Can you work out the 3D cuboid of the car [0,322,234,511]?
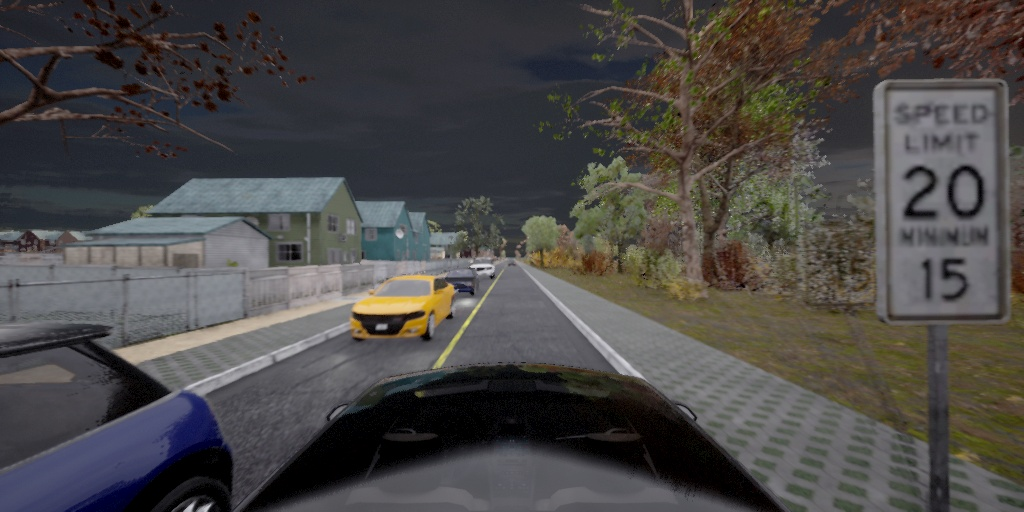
[{"bbox_3d":[-2.859,1.126,0.376,2.097,1.767,4.553,-1,0,0],"label":"car"}]

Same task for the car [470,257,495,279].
[{"bbox_3d":[-2.797,1.154,34.985,2.150,2.045,5.566,-1,-1,0],"label":"car"}]

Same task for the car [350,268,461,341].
[{"bbox_3d":[-2.863,1.296,10.385,1.882,1.535,5.008,-1,0,0],"label":"car"}]

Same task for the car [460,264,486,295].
[{"bbox_3d":[-2.865,1.412,20.846,2.033,1.411,5.357,-1,0,0],"label":"car"}]
